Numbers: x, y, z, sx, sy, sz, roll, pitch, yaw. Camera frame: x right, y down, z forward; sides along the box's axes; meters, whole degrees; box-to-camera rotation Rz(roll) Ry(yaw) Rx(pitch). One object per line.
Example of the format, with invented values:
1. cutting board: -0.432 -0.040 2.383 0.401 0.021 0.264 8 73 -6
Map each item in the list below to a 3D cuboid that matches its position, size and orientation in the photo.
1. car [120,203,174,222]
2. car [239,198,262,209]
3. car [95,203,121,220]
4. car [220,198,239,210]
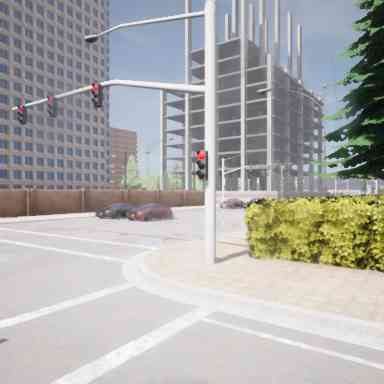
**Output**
1. car: -3.361 1.618 26.956 1.994 1.385 4.181 0 0 35
2. car: 8.445 1.569 43.445 1.837 1.490 4.892 0 0 36
3. car: -6.290 1.617 28.876 1.994 1.385 4.181 0 0 35
4. car: 5.544 1.581 45.407 1.812 1.442 4.674 0 0 36
